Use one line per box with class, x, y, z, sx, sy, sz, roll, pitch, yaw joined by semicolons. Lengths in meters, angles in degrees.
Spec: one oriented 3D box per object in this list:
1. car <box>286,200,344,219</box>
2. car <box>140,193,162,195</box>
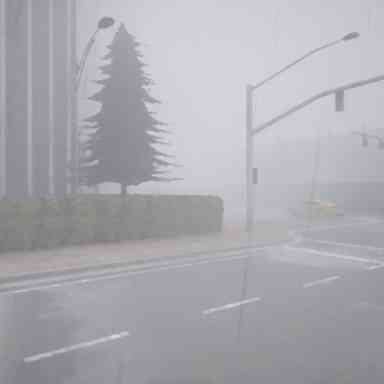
car;10.452;1.398;28.598;1.882;1.535;5.008;0;0;-34
car;-4.242;1.150;36.844;2.150;2.045;5.566;0;0;-35
